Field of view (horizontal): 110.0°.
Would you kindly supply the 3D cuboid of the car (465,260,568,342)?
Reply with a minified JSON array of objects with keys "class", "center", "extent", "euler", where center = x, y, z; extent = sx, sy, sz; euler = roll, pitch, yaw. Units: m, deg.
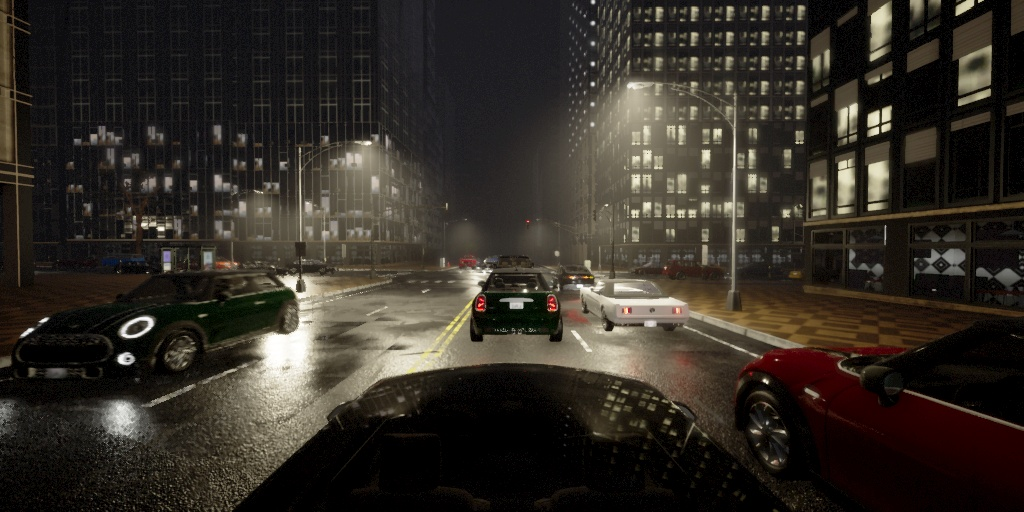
[{"class":"car","center":[0.100,1.099,9.934],"extent":[2.097,1.767,4.553],"euler":[0,0,0]}]

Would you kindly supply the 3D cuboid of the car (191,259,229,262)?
[{"class":"car","center":[-28.414,1.137,32.940],"extent":[4.207,1.307,1.802],"euler":[0,0,1]}]

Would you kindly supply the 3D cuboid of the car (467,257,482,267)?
[{"class":"car","center":[-6.559,1.054,63.615],"extent":[2.097,1.767,4.553],"euler":[0,0,0]}]

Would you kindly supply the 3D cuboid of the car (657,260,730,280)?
[{"class":"car","center":[16.195,1.268,32.277],"extent":[5.009,1.841,2.192],"euler":[0,0,1]}]

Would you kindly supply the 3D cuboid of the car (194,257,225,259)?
[{"class":"car","center":[-29.430,0.857,35.649],"extent":[4.553,1.767,2.097],"euler":[0,1,1]}]

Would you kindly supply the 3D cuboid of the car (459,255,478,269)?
[{"class":"car","center":[-6.595,0.935,54.017],"extent":[2.150,2.045,5.566],"euler":[0,0,0]}]

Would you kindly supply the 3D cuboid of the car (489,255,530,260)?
[{"class":"car","center":[0.101,0.963,19.646],"extent":[2.150,2.045,5.566],"euler":[0,0,0]}]

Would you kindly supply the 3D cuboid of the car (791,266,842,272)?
[{"class":"car","center":[27.643,1.578,32.079],"extent":[4.829,1.417,1.751],"euler":[0,0,1]}]

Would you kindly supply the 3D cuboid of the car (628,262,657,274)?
[{"class":"car","center":[15.229,1.398,38.099],"extent":[5.357,1.411,2.033],"euler":[1,1,2]}]

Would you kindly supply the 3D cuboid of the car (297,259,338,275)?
[{"class":"car","center":[-19.808,1.081,35.454],"extent":[4.902,1.511,2.128],"euler":[1,1,1]}]

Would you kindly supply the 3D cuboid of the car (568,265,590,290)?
[{"class":"car","center":[3.351,1.245,20.142],"extent":[1.837,1.490,4.892],"euler":[0,0,0]}]

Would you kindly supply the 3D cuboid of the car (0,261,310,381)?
[{"class":"car","center":[-6.600,1.099,7.435],"extent":[2.097,1.767,4.553],"euler":[0,0,0]}]

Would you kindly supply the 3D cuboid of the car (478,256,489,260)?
[{"class":"car","center":[-3.342,1.207,52.485],"extent":[2.128,1.511,4.902],"euler":[0,0,0]}]

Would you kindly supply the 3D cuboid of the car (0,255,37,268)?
[{"class":"car","center":[-51.153,0.653,36.160],"extent":[4.553,1.767,2.097],"euler":[1,1,2]}]

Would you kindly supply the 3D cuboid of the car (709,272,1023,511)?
[{"class":"car","center":[3.350,1.102,1.867],"extent":[2.097,1.767,4.553],"euler":[0,0,0]}]

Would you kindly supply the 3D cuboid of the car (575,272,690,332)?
[{"class":"car","center":[3.351,1.347,10.884],"extent":[1.895,1.301,4.718],"euler":[0,0,0]}]

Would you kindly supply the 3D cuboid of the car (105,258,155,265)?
[{"class":"car","center":[-34.095,1.069,33.113],"extent":[4.313,1.339,1.948],"euler":[0,0,1]}]

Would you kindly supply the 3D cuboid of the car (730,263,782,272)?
[{"class":"car","center":[25.520,1.489,37.898],"extent":[5.357,1.411,2.033],"euler":[0,1,1]}]

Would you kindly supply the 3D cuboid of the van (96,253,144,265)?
[{"class":"van","center":[-45.285,0.604,41.774],"extent":[3.998,1.789,1.690],"euler":[0,0,1]}]
